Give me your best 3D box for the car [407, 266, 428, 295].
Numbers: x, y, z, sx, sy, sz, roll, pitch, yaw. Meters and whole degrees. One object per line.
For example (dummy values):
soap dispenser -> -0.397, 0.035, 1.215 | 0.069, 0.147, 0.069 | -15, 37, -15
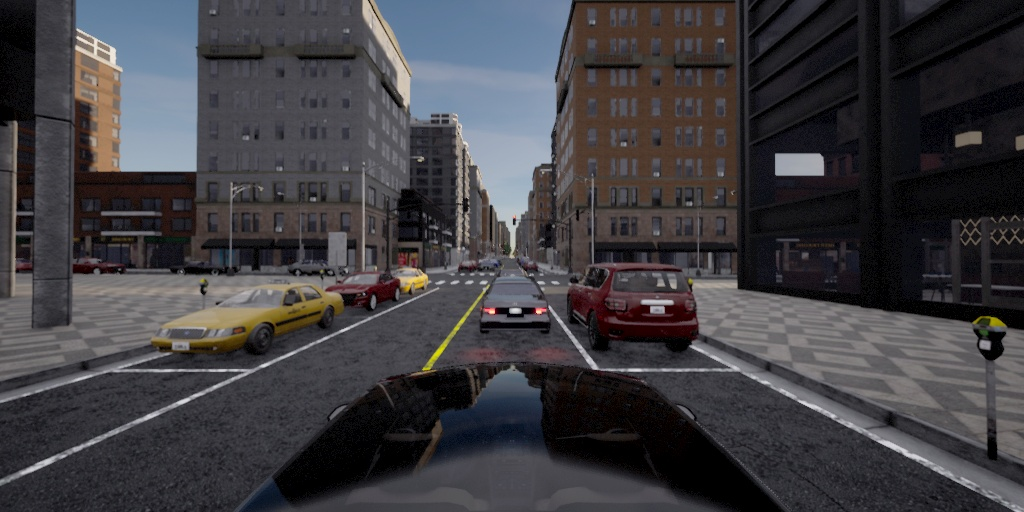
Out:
car -> -5.921, 1.278, 20.007 | 1.751, 1.417, 4.829 | 0, 0, 0

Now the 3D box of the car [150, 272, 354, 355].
car -> -5.881, 1.276, 8.758 | 1.751, 1.417, 4.829 | 0, 0, 0

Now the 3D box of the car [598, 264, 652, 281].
car -> 9.800, 1.399, 31.330 | 4.181, 1.385, 1.994 | 0, -1, 2

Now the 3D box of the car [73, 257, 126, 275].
car -> -36.856, 0.895, 31.382 | 5.008, 1.535, 1.882 | 1, -1, 0

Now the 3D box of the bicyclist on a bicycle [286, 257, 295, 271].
bicyclist on a bicycle -> -23.138, 0.907, 37.578 | 0.582, 1.620, 1.656 | 0, 0, 0

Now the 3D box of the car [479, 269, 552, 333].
car -> 0.060, 1.299, 10.679 | 2.033, 1.411, 5.357 | 0, 0, 0

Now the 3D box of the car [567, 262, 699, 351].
car -> 2.644, 1.066, 8.949 | 2.192, 1.841, 5.009 | 0, 0, 0

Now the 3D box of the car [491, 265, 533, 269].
car -> 0.005, 1.354, 20.406 | 1.895, 1.301, 4.718 | 0, 0, 0

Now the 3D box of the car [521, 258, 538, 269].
car -> 2.510, 1.341, 47.218 | 1.802, 1.307, 4.207 | 0, 0, 0

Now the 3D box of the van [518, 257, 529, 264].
van -> 2.450, 1.105, 64.238 | 1.690, 1.789, 3.998 | 0, 0, 0

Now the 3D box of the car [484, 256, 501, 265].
car -> -3.286, 1.240, 60.304 | 1.882, 1.535, 5.008 | 0, 0, 0

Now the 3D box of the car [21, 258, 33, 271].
car -> -48.325, 0.905, 34.595 | 4.181, 1.385, 1.994 | 0, -1, 0

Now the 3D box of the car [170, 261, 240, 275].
car -> -26.761, 1.110, 31.346 | 4.718, 1.301, 1.895 | 1, -1, 0

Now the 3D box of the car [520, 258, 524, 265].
car -> 2.490, 1.342, 52.891 | 1.802, 1.307, 4.207 | 0, 0, 0

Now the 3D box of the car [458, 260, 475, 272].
car -> -6.016, 1.303, 47.197 | 1.888, 1.381, 4.507 | 0, 0, 0

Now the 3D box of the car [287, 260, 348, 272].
car -> -16.864, 1.091, 31.321 | 4.902, 1.511, 2.128 | 1, -1, 0

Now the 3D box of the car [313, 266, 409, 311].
car -> -5.902, 1.297, 14.553 | 1.888, 1.381, 4.507 | 0, 0, 0

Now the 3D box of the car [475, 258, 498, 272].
car -> -3.263, 1.322, 46.528 | 1.994, 1.385, 4.181 | 0, 0, -1

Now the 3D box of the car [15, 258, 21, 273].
car -> -46.965, 0.829, 31.441 | 4.892, 1.490, 1.837 | 1, -1, 1
